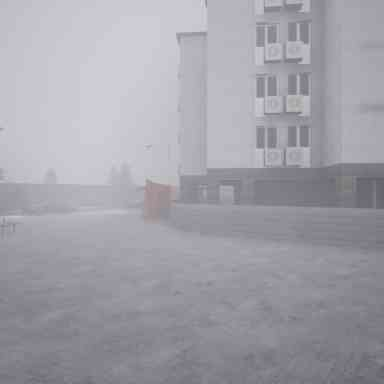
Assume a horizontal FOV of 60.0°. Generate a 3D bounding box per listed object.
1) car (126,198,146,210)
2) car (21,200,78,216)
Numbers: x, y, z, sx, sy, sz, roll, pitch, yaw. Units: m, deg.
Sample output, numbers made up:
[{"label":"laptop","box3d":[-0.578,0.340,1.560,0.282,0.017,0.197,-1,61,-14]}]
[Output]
[{"label":"car","box3d":[-6.478,1.478,44.062,1.882,1.535,5.008,0,0,36]},{"label":"car","box3d":[-14.135,1.547,33.379,2.033,1.411,5.357,0,0,36]}]
